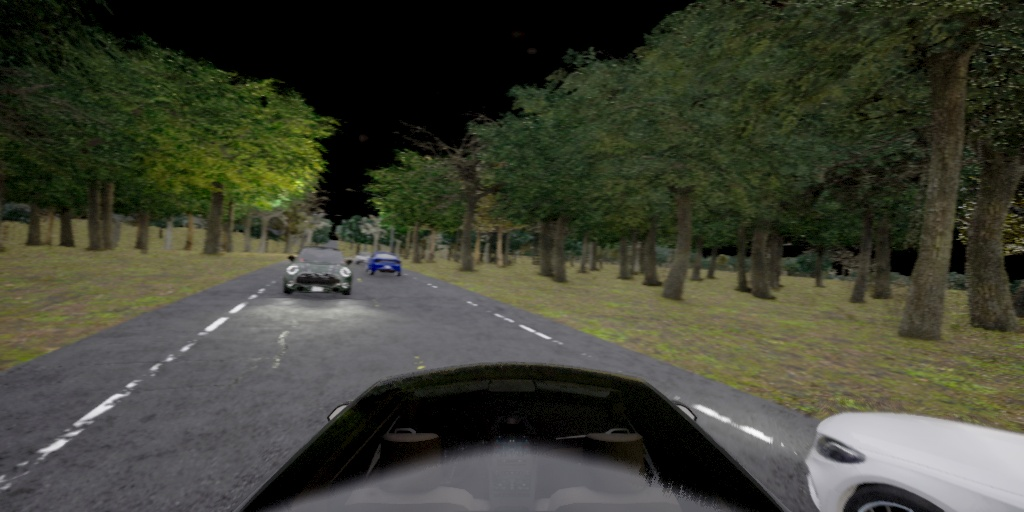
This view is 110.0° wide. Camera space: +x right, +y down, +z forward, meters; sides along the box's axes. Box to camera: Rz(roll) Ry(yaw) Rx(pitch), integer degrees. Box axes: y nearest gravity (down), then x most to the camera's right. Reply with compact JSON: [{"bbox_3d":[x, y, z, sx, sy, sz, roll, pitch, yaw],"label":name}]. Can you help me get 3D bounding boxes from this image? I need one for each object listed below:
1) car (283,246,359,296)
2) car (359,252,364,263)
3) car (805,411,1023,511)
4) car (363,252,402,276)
[{"bbox_3d":[-7.332,0.426,13.788,2.097,1.767,4.553,5,0,-27],"label":"car"},{"bbox_3d":[-14.870,0.231,36.453,1.895,1.301,4.718,5,-1,-26],"label":"car"},{"bbox_3d":[4.036,1.629,1.303,1.812,1.442,4.674,5,0,-27],"label":"car"},{"bbox_3d":[-8.805,0.463,24.541,1.882,1.535,5.008,5,0,-26],"label":"car"}]
